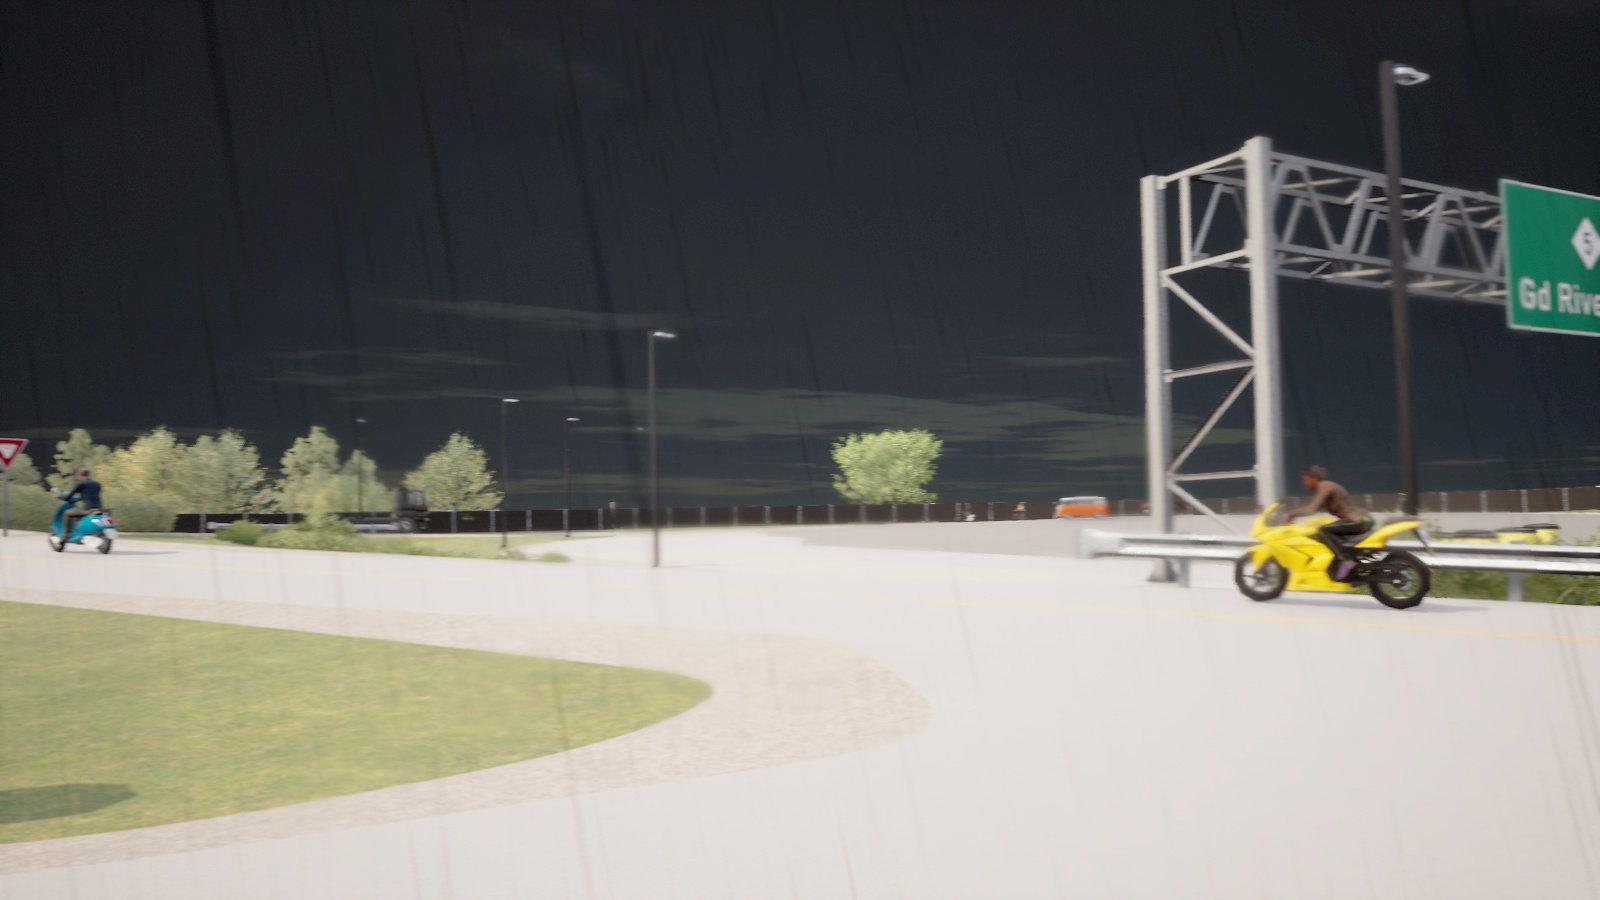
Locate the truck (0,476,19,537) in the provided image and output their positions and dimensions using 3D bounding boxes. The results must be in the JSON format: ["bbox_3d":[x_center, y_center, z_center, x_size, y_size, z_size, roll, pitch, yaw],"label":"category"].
[{"bbox_3d":[-47.509,3.090,69.716,2.891,3.462,7.936,-2,-5,4],"label":"truck"}]

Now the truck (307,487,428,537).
[{"bbox_3d":[-31.524,4.578,91.659,7.936,3.462,2.891,2,-5,-28],"label":"truck"}]

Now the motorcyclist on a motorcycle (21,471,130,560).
[{"bbox_3d":[-13.432,1.194,23.285,1.817,1.590,0.866,-1,-2,26],"label":"motorcyclist on a motorcycle"}]

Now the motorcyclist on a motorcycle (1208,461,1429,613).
[{"bbox_3d":[5.553,0.903,13.502,2.044,1.523,0.797,-1,-2,35],"label":"motorcyclist on a motorcycle"}]
